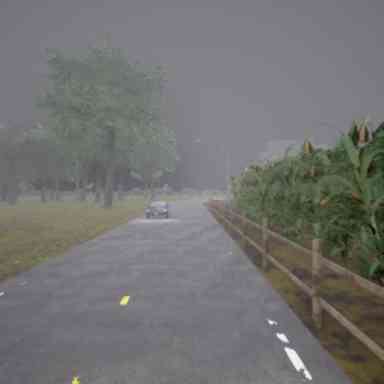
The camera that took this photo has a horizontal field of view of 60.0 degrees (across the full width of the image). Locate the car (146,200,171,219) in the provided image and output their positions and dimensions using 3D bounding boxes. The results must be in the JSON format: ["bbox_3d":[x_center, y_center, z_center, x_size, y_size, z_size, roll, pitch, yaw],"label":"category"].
[{"bbox_3d":[-2.835,1.450,28.733,1.812,1.442,4.674,0,0,0],"label":"car"}]

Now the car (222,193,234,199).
[{"bbox_3d":[10.179,1.126,93.926,1.812,1.442,4.674,0,0,36],"label":"car"}]
